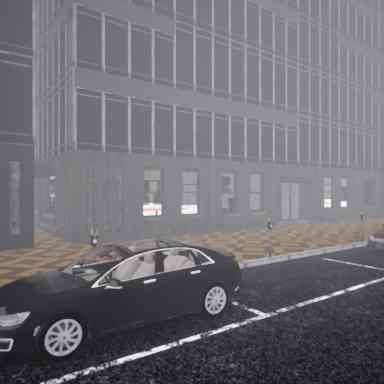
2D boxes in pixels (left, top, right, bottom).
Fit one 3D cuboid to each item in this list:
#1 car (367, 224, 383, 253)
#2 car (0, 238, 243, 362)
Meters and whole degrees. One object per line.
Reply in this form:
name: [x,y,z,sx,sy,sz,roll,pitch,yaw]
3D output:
car: [8.223,1.581,12.373,4.206,1.307,1.802,0,0,-35]
car: [-1.067,1.551,5.793,4.403,1.369,2.008,0,0,-35]
